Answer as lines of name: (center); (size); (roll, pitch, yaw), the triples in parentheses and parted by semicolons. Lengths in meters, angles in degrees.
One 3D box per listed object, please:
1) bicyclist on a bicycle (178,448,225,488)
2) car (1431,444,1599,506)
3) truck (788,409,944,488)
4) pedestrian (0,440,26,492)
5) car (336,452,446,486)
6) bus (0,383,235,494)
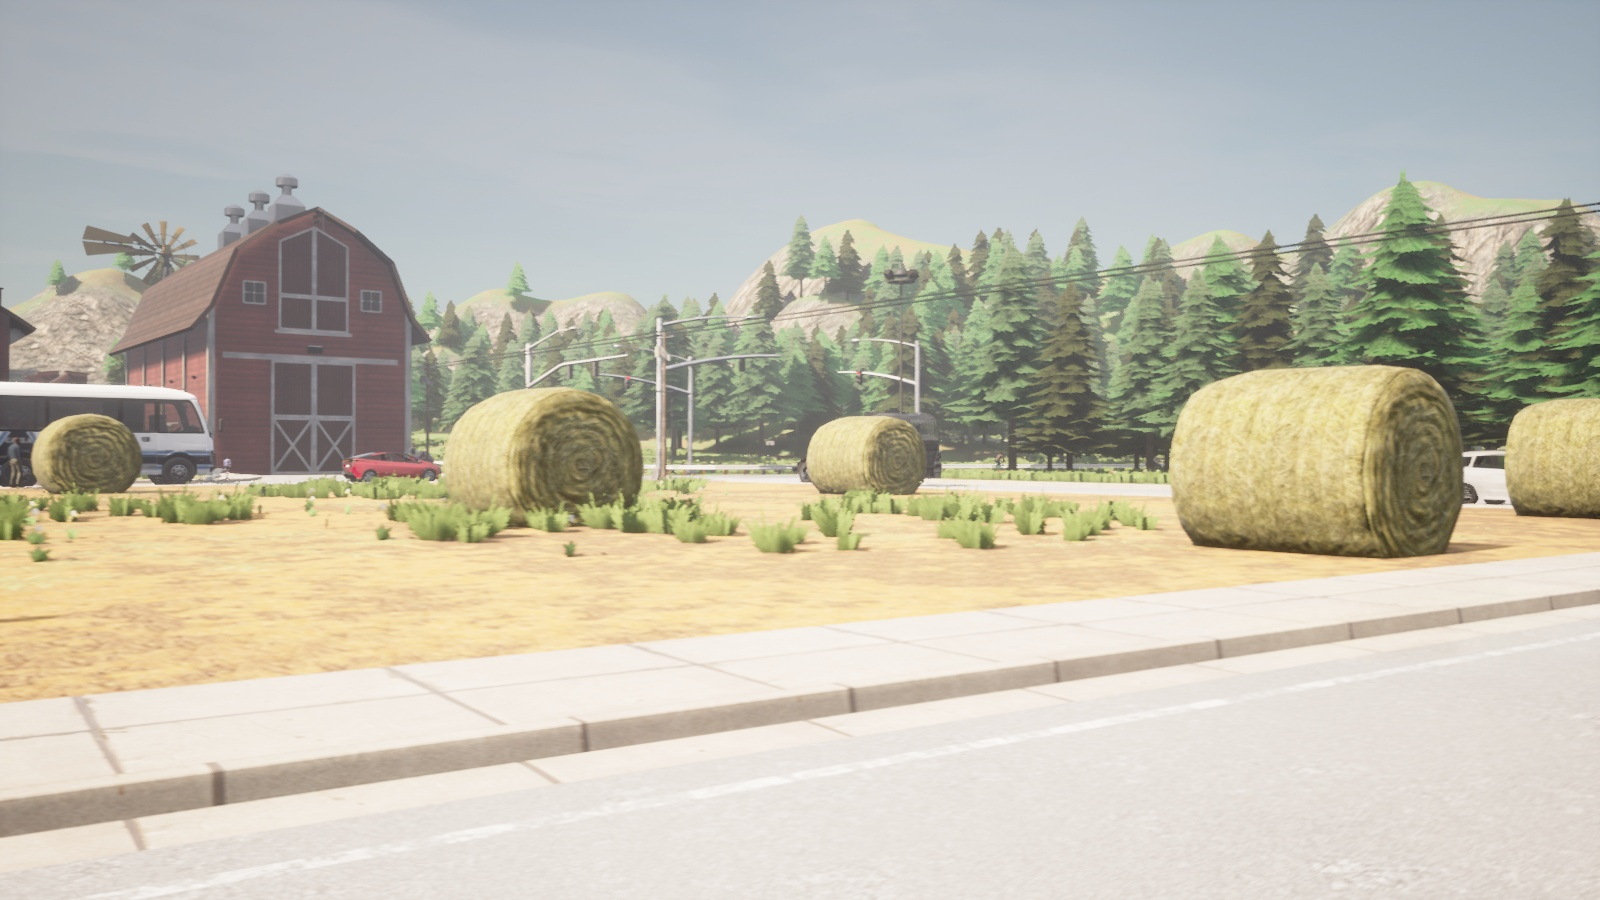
bicyclist on a bicycle: (-27.424, 0.823, 57.589); (1.843, 1.776, 0.659); (0, 0, -39)
car: (20.966, 0.668, 35.997); (2.242, 1.667, 4.611); (0, 0, -37)
truck: (2.996, -0.063, 59.374); (2.891, 3.462, 7.936); (0, 0, -38)
pedestrian: (-28.163, 0.568, 44.909); (0.370, 1.835, 0.726); (0, 0, 25)
car: (-19.374, 0.883, 59.546); (4.514, 1.525, 2.007); (0, 0, -39)
bus: (-29.255, -0.435, 51.648); (10.273, 4.253, 3.944); (0, 0, -39)
